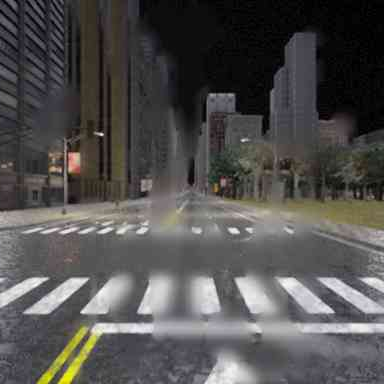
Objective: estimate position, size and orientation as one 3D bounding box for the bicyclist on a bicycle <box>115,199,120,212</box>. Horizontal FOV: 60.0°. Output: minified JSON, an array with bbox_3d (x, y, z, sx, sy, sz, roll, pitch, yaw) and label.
[{"bbox_3d":[-8.747,1.575,38.917,0.582,1.620,1.656,0,0,0],"label":"bicyclist on a bicycle"}]
